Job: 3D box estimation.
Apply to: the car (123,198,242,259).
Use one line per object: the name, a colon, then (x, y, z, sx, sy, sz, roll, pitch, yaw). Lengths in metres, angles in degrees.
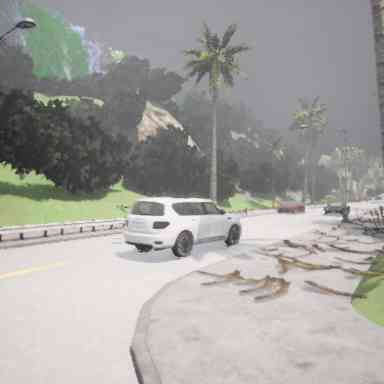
car: (-0.138, 1.248, 13.172, 2.150, 2.045, 5.566, 0, 0, 38)

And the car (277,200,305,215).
car: (10.856, 1.636, 36.252, 1.882, 1.535, 5.008, 0, 0, 34)

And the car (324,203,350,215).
car: (15.795, 1.798, 36.059, 1.895, 1.301, 4.718, 0, 0, 34)
